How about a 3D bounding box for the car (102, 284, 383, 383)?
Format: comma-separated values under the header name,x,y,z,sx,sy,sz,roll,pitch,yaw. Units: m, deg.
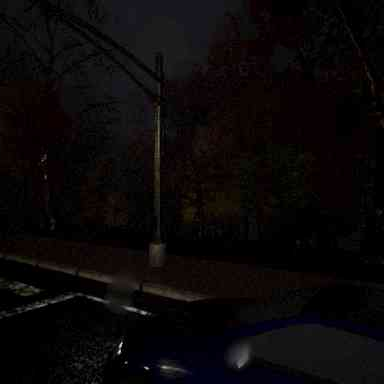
name,x,y,z,sx,sy,sz,roll,pitch,yaw
car,1.158,1.564,2.857,4.181,1.385,1.994,0,0,35
